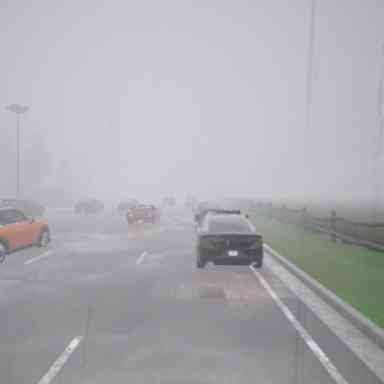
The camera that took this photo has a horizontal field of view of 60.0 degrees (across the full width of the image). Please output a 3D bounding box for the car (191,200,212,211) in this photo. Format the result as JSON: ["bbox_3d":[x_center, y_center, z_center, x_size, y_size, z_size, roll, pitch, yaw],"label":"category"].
[{"bbox_3d":[1.061,1.476,21.260,1.837,1.490,4.892,0,0,0],"label":"car"}]

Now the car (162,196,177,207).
[{"bbox_3d":[-3.453,1.432,50.249,1.837,1.490,4.892,0,-1,0],"label":"car"}]

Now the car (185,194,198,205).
[{"bbox_3d":[-0.074,1.269,59.363,2.097,1.767,4.553,0,0,0],"label":"car"}]

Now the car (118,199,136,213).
[{"bbox_3d":[-6.924,1.474,36.700,1.812,1.442,4.674,0,0,0],"label":"car"}]

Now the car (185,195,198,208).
[{"bbox_3d":[-0.021,1.498,47.453,1.994,1.385,4.181,0,0,1],"label":"car"}]

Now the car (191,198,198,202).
[{"bbox_3d":[1.048,1.488,27.260,1.812,1.442,4.674,0,0,0],"label":"car"}]

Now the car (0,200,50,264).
[{"bbox_3d":[-6.877,1.335,11.787,2.097,1.767,4.553,0,0,0],"label":"car"}]

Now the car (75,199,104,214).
[{"bbox_3d":[-10.417,1.458,34.147,1.837,1.490,4.892,0,0,0],"label":"car"}]

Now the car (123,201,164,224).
[{"bbox_3d":[-3.385,1.567,24.012,1.895,1.301,4.718,0,0,0],"label":"car"}]

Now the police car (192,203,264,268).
[{"bbox_3d":[1.082,1.409,11.336,1.930,1.638,5.238,0,0,0],"label":"police car"}]
